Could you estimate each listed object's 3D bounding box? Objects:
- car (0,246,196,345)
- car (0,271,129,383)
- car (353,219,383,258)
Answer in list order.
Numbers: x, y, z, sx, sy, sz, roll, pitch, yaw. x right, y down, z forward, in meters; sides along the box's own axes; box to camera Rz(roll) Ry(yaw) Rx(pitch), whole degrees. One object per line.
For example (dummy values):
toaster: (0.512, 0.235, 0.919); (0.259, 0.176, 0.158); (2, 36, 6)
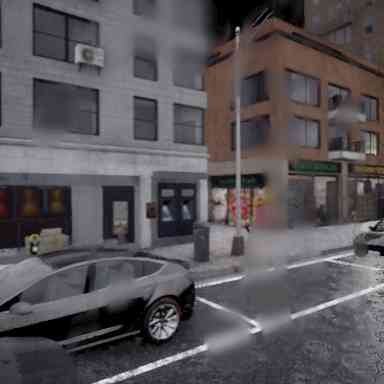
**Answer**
car: (-1.920, 1.560, 4.818); (4.313, 1.339, 1.947); (0, 0, -35)
car: (-2.827, 1.516, 1.014); (4.892, 1.490, 1.837); (0, 0, -35)
car: (7.331, 1.502, 11.416); (4.313, 1.339, 1.947); (0, 0, -35)
